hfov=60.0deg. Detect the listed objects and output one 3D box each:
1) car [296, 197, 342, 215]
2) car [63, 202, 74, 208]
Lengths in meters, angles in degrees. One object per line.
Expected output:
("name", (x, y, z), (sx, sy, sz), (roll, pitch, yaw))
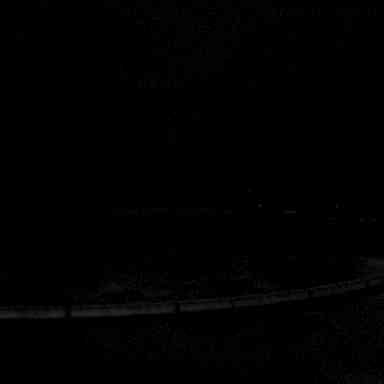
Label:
("car", (12.963, 1.374, 34.276), (2.097, 1.767, 4.553), (0, 1, -35))
("car", (-16.364, 1.417, 38.632), (4.718, 1.301, 1.895), (0, 0, -34))
